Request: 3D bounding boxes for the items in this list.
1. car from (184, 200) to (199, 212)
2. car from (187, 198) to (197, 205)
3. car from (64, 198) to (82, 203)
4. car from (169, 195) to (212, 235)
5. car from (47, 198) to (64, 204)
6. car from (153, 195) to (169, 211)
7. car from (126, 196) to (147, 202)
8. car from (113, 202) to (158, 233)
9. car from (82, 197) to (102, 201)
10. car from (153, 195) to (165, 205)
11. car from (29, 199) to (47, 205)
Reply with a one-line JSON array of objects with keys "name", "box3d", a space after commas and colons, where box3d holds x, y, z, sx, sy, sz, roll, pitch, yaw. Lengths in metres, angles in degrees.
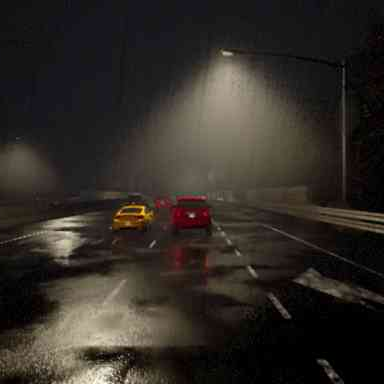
[{"name": "car", "box3d": [-0.024, 1.774, 42.857, 1.812, 1.442, 4.674, 0, 0, 0]}, {"name": "car", "box3d": [-0.039, 1.969, 72.015, 1.994, 1.385, 4.181, 0, 0, 0]}, {"name": "car", "box3d": [-21.040, 1.889, 60.981, 2.033, 1.411, 5.357, 0, 0, 0]}, {"name": "car", "box3d": [-0.008, 1.338, 19.966, 2.150, 2.045, 5.566, 0, 0, 0]}, {"name": "car", "box3d": [-24.537, 1.817, 61.786, 1.882, 1.535, 5.008, 0, 0, 0]}, {"name": "car", "box3d": [-3.525, 1.468, 42.756, 2.150, 2.045, 5.566, 0, 0, 0]}, {"name": "car", "box3d": [-7.023, 1.467, 42.634, 2.150, 2.045, 5.566, 0, 0, 0]}, {"name": "car", "box3d": [-3.508, 1.597, 20.675, 1.882, 1.535, 5.008, 0, 0, 0]}, {"name": "car", "box3d": [-17.546, 1.701, 60.064, 2.097, 1.767, 4.553, 0, 0, 0]}, {"name": "car", "box3d": [-7.038, 1.639, 71.853, 2.150, 2.045, 5.566, 0, 0, 0]}, {"name": "car", "box3d": [-28.038, 1.900, 60.959, 1.994, 1.385, 4.181, 0, 0, 0]}]
